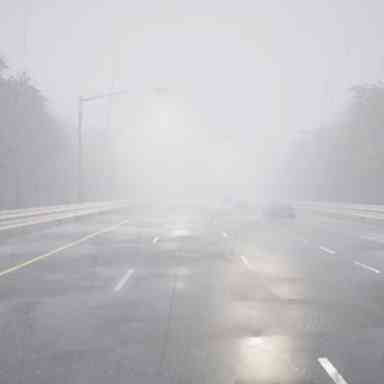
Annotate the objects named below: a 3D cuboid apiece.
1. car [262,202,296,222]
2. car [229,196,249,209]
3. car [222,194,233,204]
[{"bbox_3d":[7.060,1.565,27.395,2.128,1.511,4.902,0,0,0],"label":"car"},{"bbox_3d":[7.168,1.733,49.397,1.994,1.385,4.181,0,0,0],"label":"car"},{"bbox_3d":[7.300,1.478,67.935,2.150,2.045,5.566,0,0,0],"label":"car"}]
